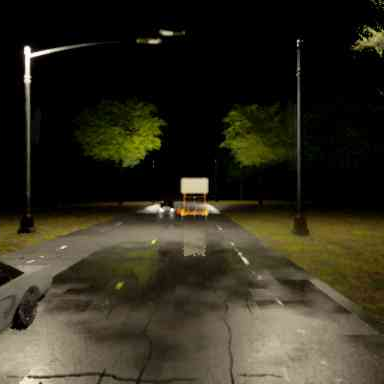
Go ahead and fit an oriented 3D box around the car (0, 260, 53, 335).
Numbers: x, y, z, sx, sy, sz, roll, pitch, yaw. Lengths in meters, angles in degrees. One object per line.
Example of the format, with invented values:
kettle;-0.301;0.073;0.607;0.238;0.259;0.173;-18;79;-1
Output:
car;-3.597;1.601;4.136;1.895;1.301;4.718;0;0;0

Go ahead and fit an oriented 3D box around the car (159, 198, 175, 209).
car;-3.550;1.613;47.801;1.837;1.490;4.892;0;-1;0

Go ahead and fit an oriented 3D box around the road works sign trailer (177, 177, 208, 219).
road works sign trailer;0.238;0.513;29.175;2.380;3.560;2.880;0;0;2
